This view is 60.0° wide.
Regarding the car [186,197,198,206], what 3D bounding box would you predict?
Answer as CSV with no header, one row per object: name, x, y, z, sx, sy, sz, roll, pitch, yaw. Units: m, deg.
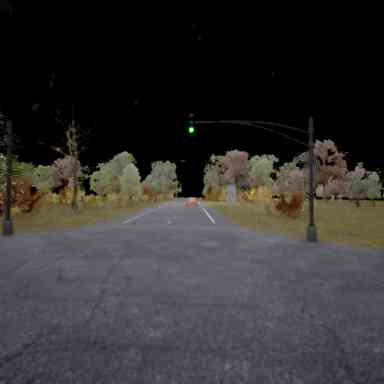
car,-0.013,1.673,61.393,2.097,1.767,4.553,0,0,0

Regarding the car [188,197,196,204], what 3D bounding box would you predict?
car,-0.015,1.740,71.428,1.812,1.442,4.674,0,0,0
